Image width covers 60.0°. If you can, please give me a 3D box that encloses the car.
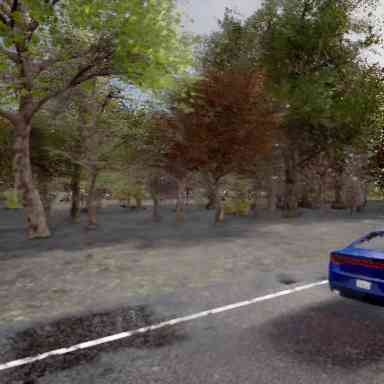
[{"bbox_3d":[5.069,1.510,7.361,5.008,1.535,1.882,0,0,-35],"label":"car"}]
